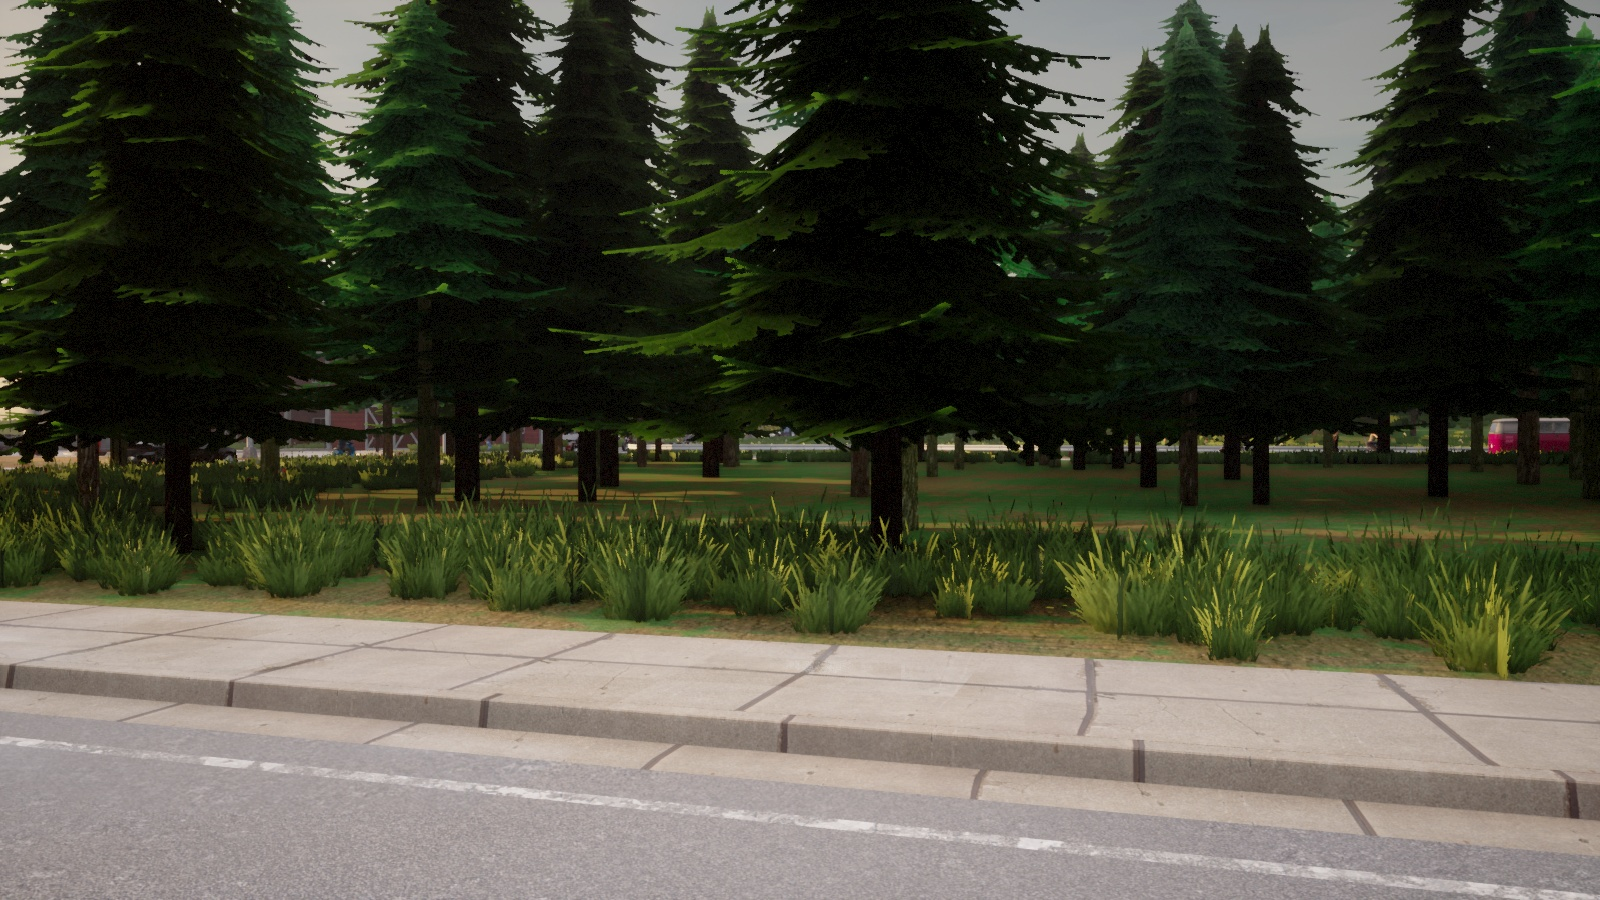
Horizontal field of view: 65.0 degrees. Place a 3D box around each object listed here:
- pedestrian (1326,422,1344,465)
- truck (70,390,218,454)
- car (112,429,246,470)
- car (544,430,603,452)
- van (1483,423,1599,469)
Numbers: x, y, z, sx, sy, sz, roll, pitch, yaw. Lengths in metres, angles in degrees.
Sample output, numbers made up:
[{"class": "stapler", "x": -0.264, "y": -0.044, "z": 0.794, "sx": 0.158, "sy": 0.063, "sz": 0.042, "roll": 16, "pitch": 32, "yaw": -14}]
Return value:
[{"class": "pedestrian", "x": 23.252, "y": -0.298, "z": 54.580, "sx": 0.634, "sy": 1.846, "sz": 0.331, "roll": 0, "pitch": 1, "yaw": 3}, {"class": "truck", "x": -40.800, "y": -1.746, "z": 78.091, "sx": 8.468, "sy": 3.827, "sz": 2.891, "roll": 0, "pitch": 1, "yaw": 16}, {"class": "car", "x": -24.765, "y": -0.067, "z": 50.294, "sx": 1.882, "sy": 1.535, "sz": 5.008, "roll": 1, "pitch": 1, "yaw": 17}, {"class": "car", "x": -16.113, "y": -0.642, "z": 89.604, "sx": 2.163, "sy": 1.488, "sz": 4.792, "roll": 1, "pitch": 1, "yaw": 17}, {"class": "van", "x": 33.020, "y": -0.189, "z": 55.749, "sx": 4.442, "sy": 1.987, "sz": 1.775, "roll": 1, "pitch": 1, "yaw": 19}]
